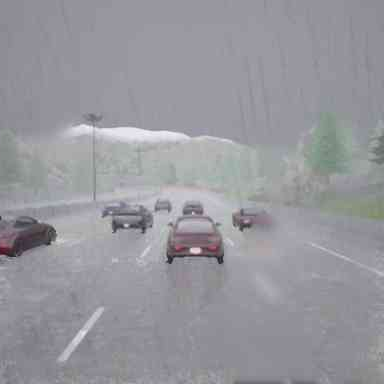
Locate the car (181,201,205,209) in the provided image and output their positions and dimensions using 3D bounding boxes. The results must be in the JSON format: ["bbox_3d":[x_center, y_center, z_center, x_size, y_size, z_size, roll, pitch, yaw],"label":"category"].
[{"bbox_3d":[0.096,1.559,30.606,1.837,1.490,4.892,0,0,0],"label":"car"}]

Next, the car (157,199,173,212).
[{"bbox_3d":[-3.406,1.563,39.775,2.128,1.511,4.902,0,0,0],"label":"car"}]

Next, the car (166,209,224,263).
[{"bbox_3d":[0.098,1.547,12.007,1.812,1.442,4.674,0,0,0],"label":"car"}]

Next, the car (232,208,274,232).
[{"bbox_3d":[3.597,1.637,20.499,1.895,1.301,4.718,0,0,0],"label":"car"}]

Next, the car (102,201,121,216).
[{"bbox_3d":[-6.904,1.580,30.563,1.812,1.442,4.674,0,0,0],"label":"car"}]

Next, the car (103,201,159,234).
[{"bbox_3d":[-3.402,1.526,19.698,2.128,1.511,4.902,0,0,0],"label":"car"}]

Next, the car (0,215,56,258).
[{"bbox_3d":[-6.902,1.586,12.810,1.994,1.385,4.181,0,0,0],"label":"car"}]
